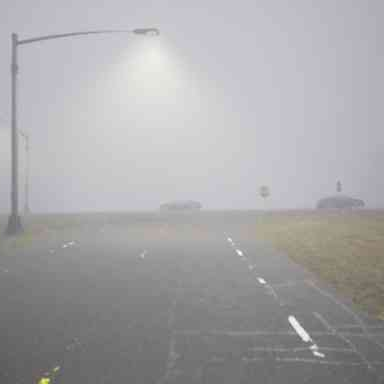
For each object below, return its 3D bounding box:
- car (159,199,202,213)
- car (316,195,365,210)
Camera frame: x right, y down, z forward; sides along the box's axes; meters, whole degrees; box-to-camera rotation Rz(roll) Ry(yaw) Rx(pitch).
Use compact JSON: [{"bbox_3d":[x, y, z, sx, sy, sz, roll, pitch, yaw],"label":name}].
[{"bbox_3d":[-1.288,1.592,37.933,4.902,1.511,2.128,-1,-2,-1],"label":"car"},{"bbox_3d":[13.816,0.943,31.190,4.181,1.385,1.994,-1,-3,-1],"label":"car"}]
